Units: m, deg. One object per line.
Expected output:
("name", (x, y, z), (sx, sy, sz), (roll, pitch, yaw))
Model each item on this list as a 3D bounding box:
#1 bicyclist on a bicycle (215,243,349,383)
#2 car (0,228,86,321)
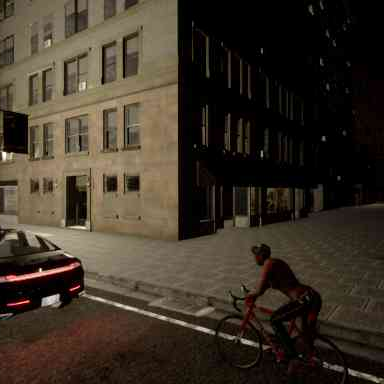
("bicyclist on a bicycle", (0.975, 1.453, 3.968), (1.656, 1.620, 0.582), (0, 0, 36))
("car", (-4.188, 1.492, 6.673), (4.902, 1.511, 2.128), (0, 0, 36))
